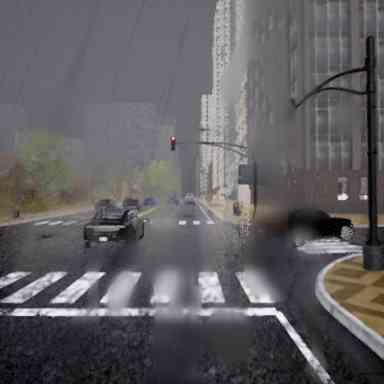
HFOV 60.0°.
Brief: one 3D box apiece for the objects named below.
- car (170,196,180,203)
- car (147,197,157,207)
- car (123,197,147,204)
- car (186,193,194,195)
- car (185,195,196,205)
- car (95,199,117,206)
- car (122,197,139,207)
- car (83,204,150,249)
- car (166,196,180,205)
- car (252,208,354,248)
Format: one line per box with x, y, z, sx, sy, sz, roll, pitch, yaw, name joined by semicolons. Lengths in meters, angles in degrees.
-3.647;1.586;71.785;1.812;1.442;4.674;0;0;0;car
-6.870;1.578;54.770;1.882;1.535;5.008;0;-1;0;car
-6.805;1.550;39.145;1.837;1.490;4.892;0;0;0;car
-0.397;1.286;71.835;2.150;2.045;5.566;0;0;0;car
-0.338;1.677;61.382;2.033;1.411;5.357;0;0;0;car
-10.055;1.551;39.112;1.837;1.490;4.892;0;0;0;car
-10.118;1.608;54.757;1.837;1.490;4.892;0;-1;0;car
-3.236;1.497;14.532;2.128;1.511;4.902;0;0;0;car
-3.591;1.658;61.748;1.812;1.442;4.674;0;0;0;car
4.904;1.419;14.452;5.008;1.535;1.882;-1;-4;-31;car
